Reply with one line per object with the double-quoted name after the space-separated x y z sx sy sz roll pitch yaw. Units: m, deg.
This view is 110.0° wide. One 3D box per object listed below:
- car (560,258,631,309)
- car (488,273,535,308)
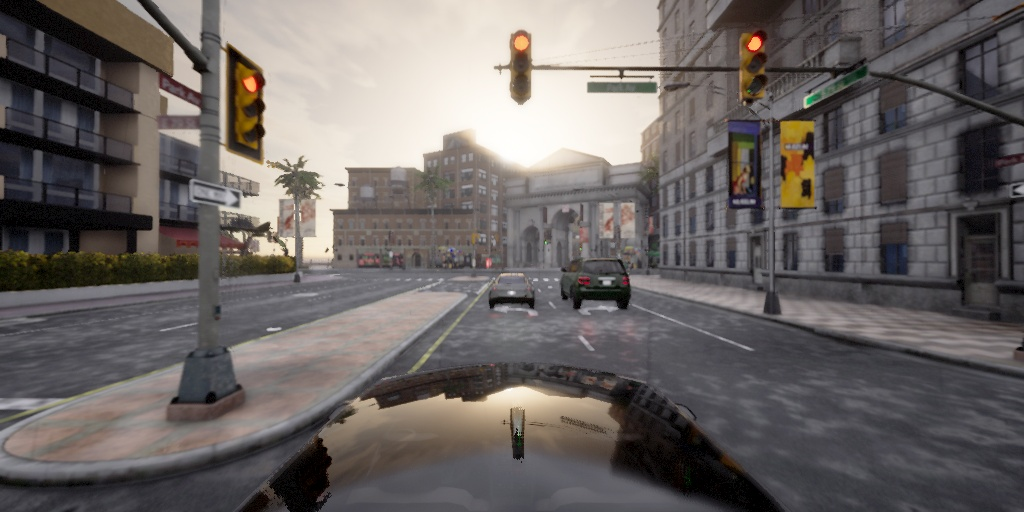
3.493 1.097 15.873 2.150 2.045 5.566 0 0 0 "car"
-0.005 1.448 16.196 1.994 1.385 4.181 0 0 0 "car"
